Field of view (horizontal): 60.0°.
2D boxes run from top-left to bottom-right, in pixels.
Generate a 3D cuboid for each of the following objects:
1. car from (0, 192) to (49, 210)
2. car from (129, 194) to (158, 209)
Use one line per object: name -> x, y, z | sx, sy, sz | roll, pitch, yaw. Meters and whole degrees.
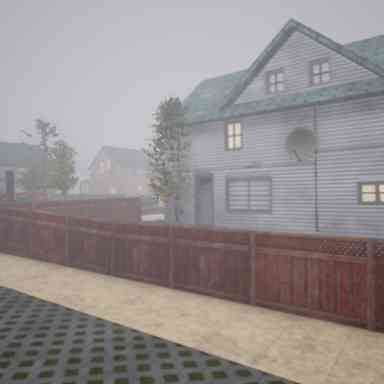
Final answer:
car -> -12.539, 1.037, 22.730 | 2.150, 2.045, 5.566 | -1, 1, 36
car -> -5.363, 1.013, 32.677 | 2.128, 1.511, 4.902 | -1, 1, 36
